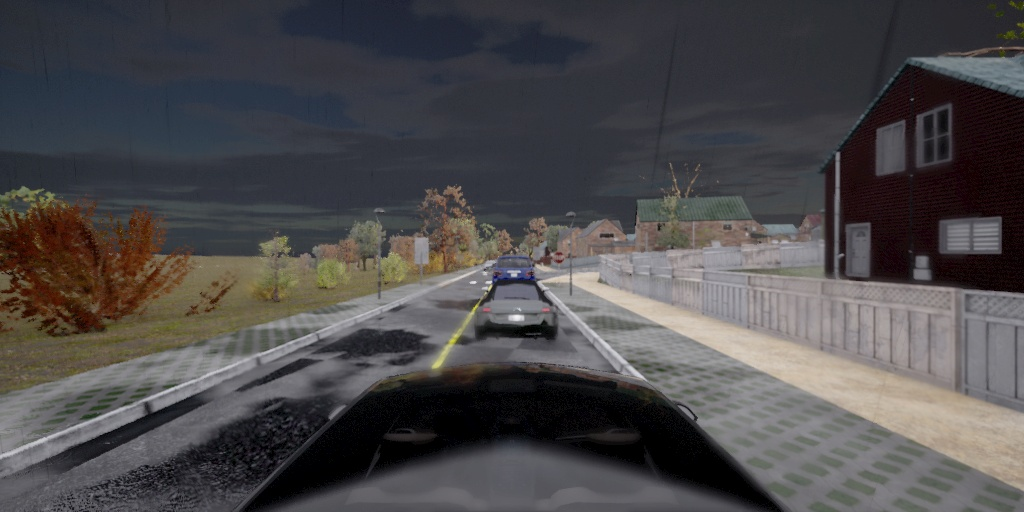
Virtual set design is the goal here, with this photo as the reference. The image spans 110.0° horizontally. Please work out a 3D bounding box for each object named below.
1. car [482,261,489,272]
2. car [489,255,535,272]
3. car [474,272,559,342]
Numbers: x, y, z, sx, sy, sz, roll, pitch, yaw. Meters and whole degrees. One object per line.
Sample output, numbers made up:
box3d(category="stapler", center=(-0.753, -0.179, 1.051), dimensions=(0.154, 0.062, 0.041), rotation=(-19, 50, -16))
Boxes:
box3d(category="car", center=(-2.845, 1.327, 48.278), dimensions=(1.812, 1.442, 4.674), rotation=(0, 0, 0))
box3d(category="car", center=(0.098, 0.988, 19.681), dimensions=(2.150, 2.045, 5.566), rotation=(0, 0, 0))
box3d(category="car", center=(0.100, 1.320, 9.832), dimensions=(1.994, 1.385, 4.181), rotation=(0, 0, 0))
